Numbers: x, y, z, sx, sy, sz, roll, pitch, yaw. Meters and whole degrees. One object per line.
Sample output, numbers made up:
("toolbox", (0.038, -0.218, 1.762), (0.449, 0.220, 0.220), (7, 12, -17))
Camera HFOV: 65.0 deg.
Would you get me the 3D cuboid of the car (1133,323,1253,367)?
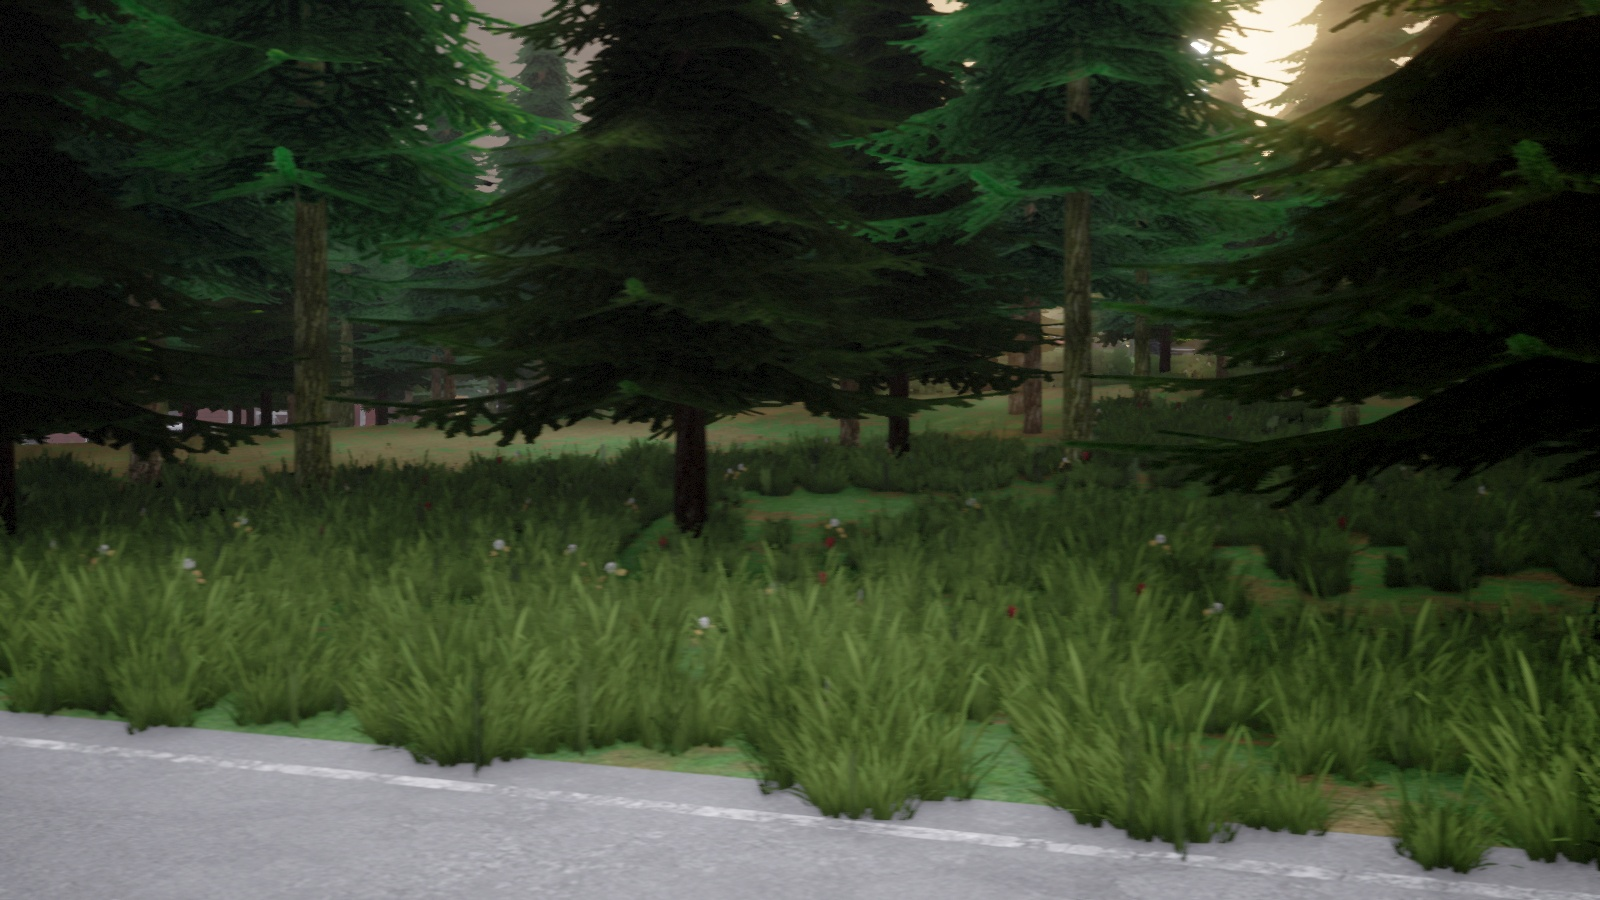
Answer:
("car", (20.794, -5.608, 66.672), (2.150, 2.045, 5.566), (-1, 6, -43))
